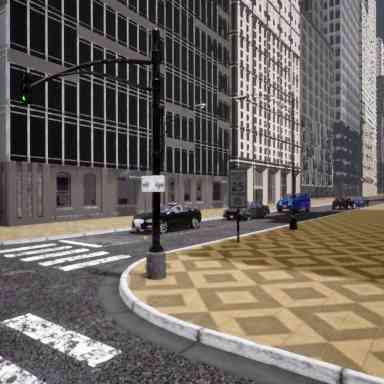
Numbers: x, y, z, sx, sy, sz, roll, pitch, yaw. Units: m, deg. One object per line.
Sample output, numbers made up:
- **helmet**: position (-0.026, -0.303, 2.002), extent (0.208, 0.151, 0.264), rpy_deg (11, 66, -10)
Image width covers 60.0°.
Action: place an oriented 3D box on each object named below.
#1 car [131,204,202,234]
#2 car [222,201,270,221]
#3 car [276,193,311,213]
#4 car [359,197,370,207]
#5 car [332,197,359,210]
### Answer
- **car**: position (-1.349, 1.447, 19.218), extent (2.128, 1.511, 4.902), rpy_deg (0, 0, 37)
- **car**: position (4.570, 1.472, 27.120), extent (2.033, 1.411, 5.357), rpy_deg (0, 0, 37)
- **car**: position (10.986, 1.113, 35.670), extent (2.150, 2.045, 5.566), rpy_deg (0, 0, 37)
- **car**: position (24.636, 1.368, 48.745), extent (2.033, 1.411, 5.357), rpy_deg (0, 0, 37)
- **car**: position (18.423, 1.359, 40.377), extent (1.837, 1.490, 4.892), rpy_deg (0, 0, 37)
